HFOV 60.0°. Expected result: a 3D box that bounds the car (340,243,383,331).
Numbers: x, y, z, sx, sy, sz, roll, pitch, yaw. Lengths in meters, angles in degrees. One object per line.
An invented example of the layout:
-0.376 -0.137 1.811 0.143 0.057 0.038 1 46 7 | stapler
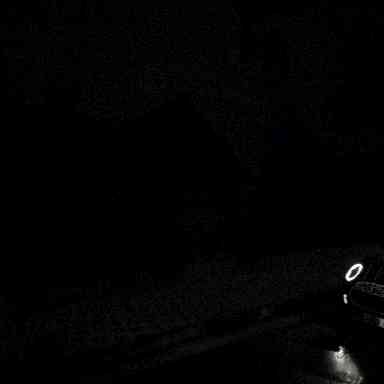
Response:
4.839 1.419 6.157 4.553 1.767 2.097 1 0 -32 | car
